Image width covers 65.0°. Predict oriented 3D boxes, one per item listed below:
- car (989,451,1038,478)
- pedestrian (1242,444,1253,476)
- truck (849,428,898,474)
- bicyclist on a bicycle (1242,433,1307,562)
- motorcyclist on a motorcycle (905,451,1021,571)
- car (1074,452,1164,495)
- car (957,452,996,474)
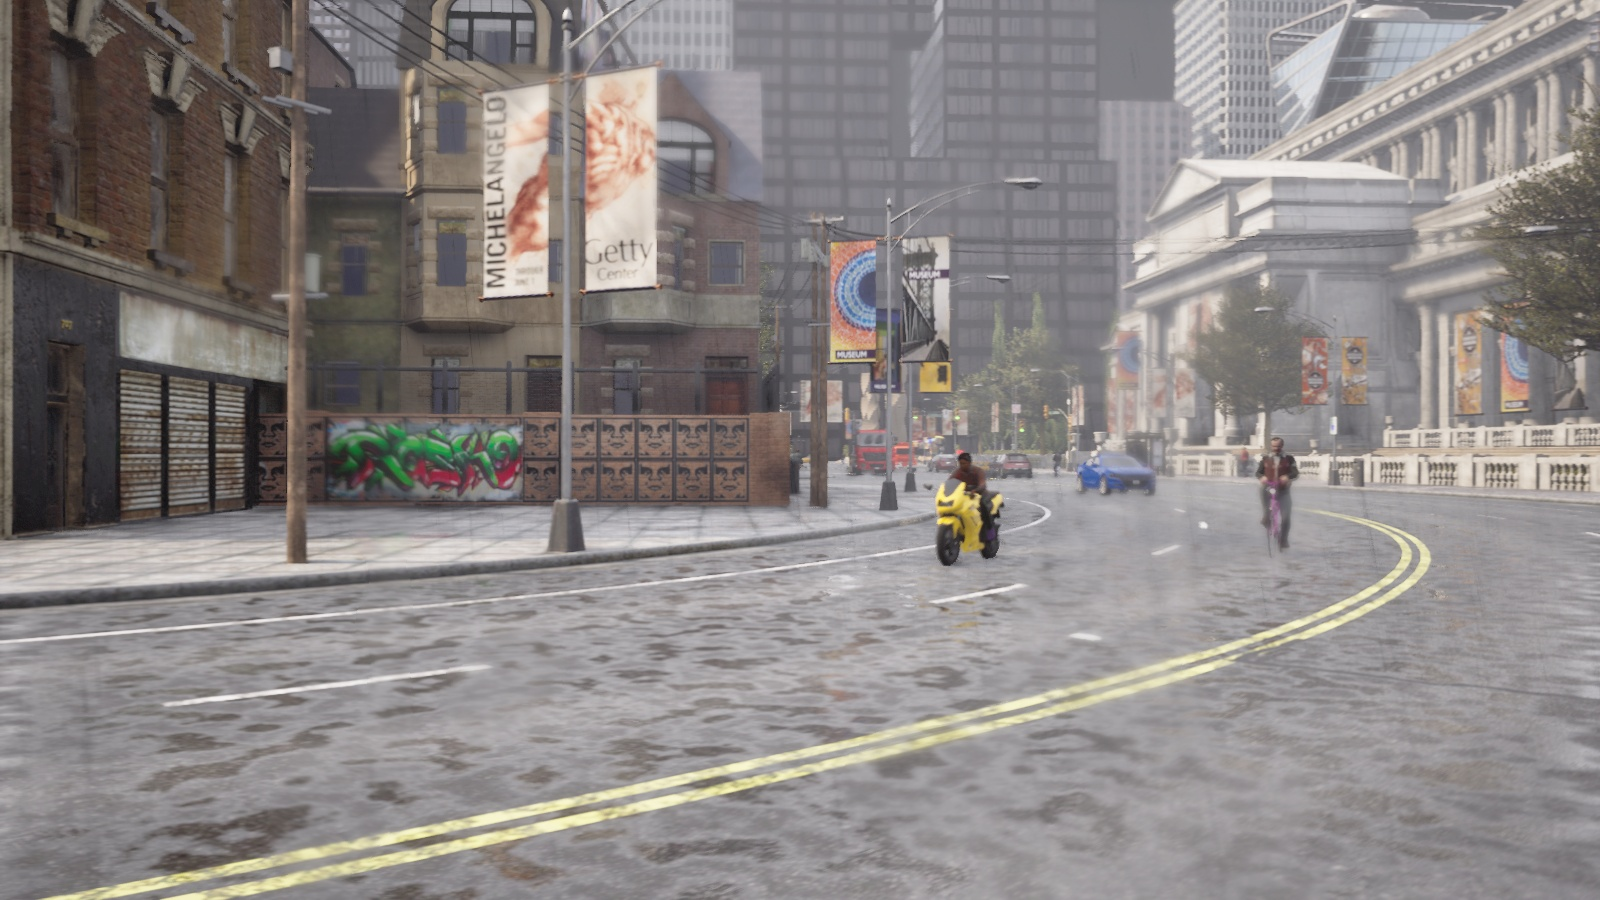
[{"bbox_3d":[13.616,0.912,80.430,2.033,1.649,4.856,0,0,-3],"label":"car"},{"bbox_3d":[26.033,0.578,73.092,0.331,1.846,0.636,0,0,-10],"label":"pedestrian"},{"bbox_3d":[5.622,0.079,97.109,2.891,3.462,7.936,0,0,-3],"label":"truck"},{"bbox_3d":[6.925,0.659,18.288,0.659,1.776,1.843,-1,-1,27],"label":"bicyclist on a bicycle"},{"bbox_3d":[2.247,0.779,17.072,0.797,1.523,2.044,-1,0,31],"label":"motorcyclist on a motorcycle"},{"bbox_3d":[12.034,0.852,47.670,1.882,1.535,5.008,0,0,-3],"label":"car"},{"bbox_3d":[12.920,0.963,92.280,1.801,1.575,5.366,0,0,-3],"label":"car"}]
